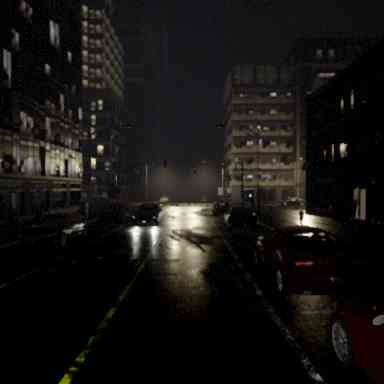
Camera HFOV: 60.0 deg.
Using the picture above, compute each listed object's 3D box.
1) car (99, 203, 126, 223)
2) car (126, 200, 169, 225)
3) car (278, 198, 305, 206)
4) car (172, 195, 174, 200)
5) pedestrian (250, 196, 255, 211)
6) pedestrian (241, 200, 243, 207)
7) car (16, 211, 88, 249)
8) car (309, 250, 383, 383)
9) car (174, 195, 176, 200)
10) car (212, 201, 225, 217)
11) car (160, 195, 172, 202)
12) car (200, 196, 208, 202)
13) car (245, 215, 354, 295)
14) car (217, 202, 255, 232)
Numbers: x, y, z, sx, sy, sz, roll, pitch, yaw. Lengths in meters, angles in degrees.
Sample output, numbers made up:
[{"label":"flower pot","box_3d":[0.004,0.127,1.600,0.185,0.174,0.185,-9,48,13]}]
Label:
[{"label":"car","box_3d":[-5.823,1.523,25.559,1.887,1.381,4.507,-1,0,0]},{"label":"car","box_3d":[-3.085,1.527,24.087,2.033,1.411,5.357,0,0,0]},{"label":"car","box_3d":[16.333,1.590,54.271,4.403,1.369,2.008,0,1,1]},{"label":"car","box_3d":[-5.677,1.509,74.755,1.947,1.339,4.313,-1,0,0]},{"label":"pedestrian","box_3d":[7.149,1.277,39.465,0.375,1.860,0.375,-1,1,0]},{"label":"pedestrian","box_3d":[6.149,1.499,40.669,0.500,1.100,0.500,-1,1,0]},{"label":"car","box_3d":[-5.800,1.538,14.269,2.008,1.369,4.403,-1,0,0]},{"label":"car","box_3d":[2.713,1.580,2.921,1.802,1.307,4.206,-1,0,0]},{"label":"car","box_3d":[-5.671,1.478,91.718,1.887,1.381,4.507,-1,0,0]},{"label":"car","box_3d":[2.818,1.499,31.312,1.752,1.417,4.829,-1,0,0]},{"label":"car","box_3d":[-5.679,1.472,68.930,1.752,1.417,4.829,-1,0,0]},{"label":"car","box_3d":[2.703,1.494,74.752,2.008,1.369,4.403,-1,0,0]},{"label":"car","box_3d":[2.749,1.537,8.565,1.887,1.381,4.507,-1,0,0]},{"label":"car","box_3d":[2.814,1.534,19.854,2.008,1.369,4.403,-1,0,0]}]
